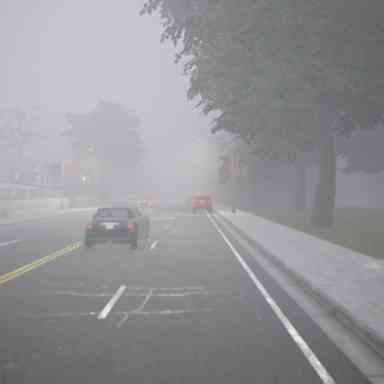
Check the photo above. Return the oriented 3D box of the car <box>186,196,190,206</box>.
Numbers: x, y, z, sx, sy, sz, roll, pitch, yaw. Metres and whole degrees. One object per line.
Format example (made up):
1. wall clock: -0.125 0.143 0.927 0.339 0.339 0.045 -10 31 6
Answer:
1. car: -0.016 1.458 56.662 2.097 1.767 4.553 0 0 0

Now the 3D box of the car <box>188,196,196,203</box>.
1. car: -0.022 1.551 72.210 1.837 1.490 4.892 0 0 0

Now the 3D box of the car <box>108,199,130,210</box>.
1. car: -9.845 1.632 45.252 1.994 1.385 4.181 0 0 0

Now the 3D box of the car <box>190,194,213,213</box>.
1. car: 1.126 1.272 37.574 2.150 2.045 5.566 0 0 0

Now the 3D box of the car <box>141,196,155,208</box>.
1. car: -6.582 1.429 47.944 2.097 1.767 4.553 0 0 0

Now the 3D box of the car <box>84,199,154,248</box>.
1. car: -3.152 1.360 14.859 2.097 1.767 4.553 0 0 0
